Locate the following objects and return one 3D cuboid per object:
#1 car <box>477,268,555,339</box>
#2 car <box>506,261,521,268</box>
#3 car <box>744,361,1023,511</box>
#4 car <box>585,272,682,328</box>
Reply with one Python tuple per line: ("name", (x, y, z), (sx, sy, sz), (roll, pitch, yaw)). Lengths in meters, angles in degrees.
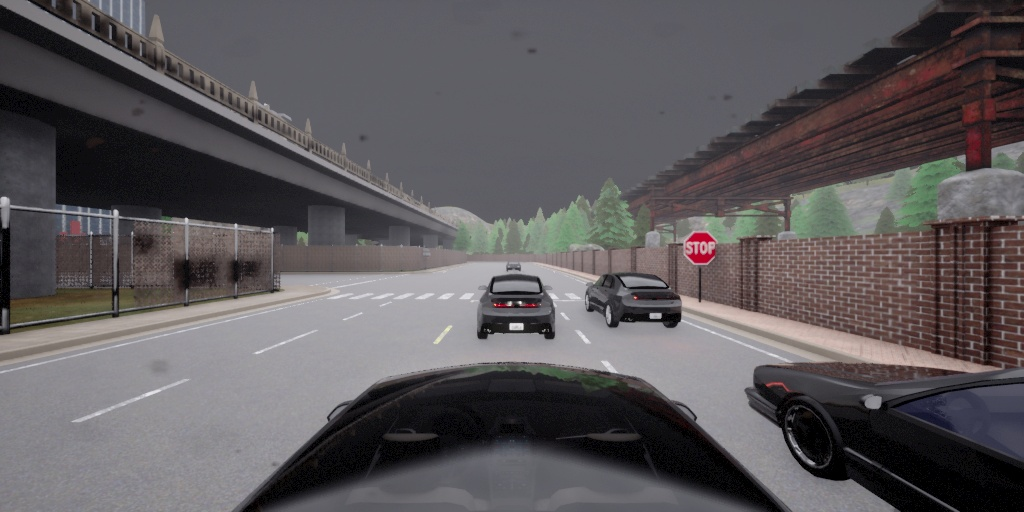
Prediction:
("car", (0.099, 1.255, 10.034), (1.837, 1.490, 4.892), (0, 0, 0))
("car", (0.184, 1.351, 46.316), (1.895, 1.301, 4.718), (0, 0, -1))
("car", (3.600, 1.297, 1.647), (2.033, 1.411, 5.357), (0, 0, 0))
("car", (3.600, 1.255, 11.393), (1.837, 1.490, 4.892), (0, 0, 0))
